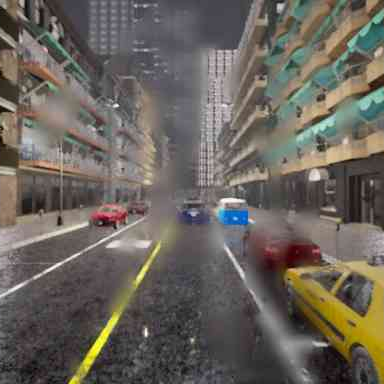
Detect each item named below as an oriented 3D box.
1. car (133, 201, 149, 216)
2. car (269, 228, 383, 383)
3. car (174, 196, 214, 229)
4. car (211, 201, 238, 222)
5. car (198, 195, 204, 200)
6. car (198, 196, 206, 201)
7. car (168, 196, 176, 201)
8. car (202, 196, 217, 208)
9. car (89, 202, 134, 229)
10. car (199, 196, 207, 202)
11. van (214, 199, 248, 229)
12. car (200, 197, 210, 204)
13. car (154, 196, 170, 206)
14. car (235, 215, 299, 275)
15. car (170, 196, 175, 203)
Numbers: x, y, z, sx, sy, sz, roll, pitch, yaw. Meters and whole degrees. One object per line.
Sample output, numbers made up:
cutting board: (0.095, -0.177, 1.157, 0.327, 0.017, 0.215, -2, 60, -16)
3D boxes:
car: (-5.305, 1.565, 32.913, 1.887, 1.381, 4.507, 0, 0, 0)
car: (2.572, 1.527, 4.642, 1.752, 1.417, 4.829, 0, 0, 0)
car: (0.103, 1.363, 21.565, 2.097, 1.767, 4.553, 0, 0, 0)
car: (2.575, 1.541, 27.401, 1.752, 1.417, 4.829, 0, 0, 0)
car: (2.584, 1.671, 95.678, 1.752, 1.417, 4.829, 0, 0, 0)
car: (2.583, 1.694, 89.817, 1.947, 1.339, 4.313, 0, 0, 0)
car: (-5.297, 1.694, 89.812, 1.947, 1.339, 4.313, 0, 0, 0)
car: (2.579, 1.481, 49.989, 1.967, 1.590, 4.097, 0, 0, 0)
car: (-5.306, 1.556, 21.533, 1.887, 1.381, 4.507, 0, 0, 0)
car: (2.581, 1.679, 78.437, 1.802, 1.307, 4.206, 0, 0, 0)
van: (2.576, 1.352, 21.541, 1.690, 1.788, 3.998, 0, 0, 0)
car: (2.580, 1.654, 67.059, 1.802, 1.307, 4.206, 0, 0, 0)
car: (-5.301, 1.490, 55.673, 1.967, 1.590, 4.097, 0, 0, 0)
car: (2.572, 1.585, 10.162, 1.802, 1.307, 4.206, 0, 0, 0)
car: (-5.299, 1.524, 72.743, 1.967, 1.590, 4.097, 0, 0, 0)
